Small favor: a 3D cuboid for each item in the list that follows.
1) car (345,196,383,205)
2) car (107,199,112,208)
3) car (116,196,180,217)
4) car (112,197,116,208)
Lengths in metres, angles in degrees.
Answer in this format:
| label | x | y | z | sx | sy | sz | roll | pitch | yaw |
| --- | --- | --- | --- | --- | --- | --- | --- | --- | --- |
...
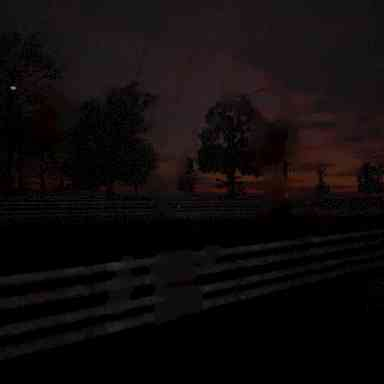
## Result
| label | x | y | z | sx | sy | sz | roll | pitch | yaw |
| --- | --- | --- | --- | --- | --- | --- | --- | --- | --- |
| car | 20.468 | 1.283 | 39.824 | 4.674 | 1.442 | 1.812 | 0 | 0 | -21 |
| car | -6.055 | 1.134 | 33.370 | 4.892 | 1.490 | 1.837 | 0 | 0 | -22 |
| car | -3.355 | 1.118 | 26.911 | 4.892 | 1.490 | 1.837 | 0 | 0 | -22 |
| car | -4.708 | 1.200 | 30.146 | 4.181 | 1.385 | 1.994 | 0 | 0 | -23 |
